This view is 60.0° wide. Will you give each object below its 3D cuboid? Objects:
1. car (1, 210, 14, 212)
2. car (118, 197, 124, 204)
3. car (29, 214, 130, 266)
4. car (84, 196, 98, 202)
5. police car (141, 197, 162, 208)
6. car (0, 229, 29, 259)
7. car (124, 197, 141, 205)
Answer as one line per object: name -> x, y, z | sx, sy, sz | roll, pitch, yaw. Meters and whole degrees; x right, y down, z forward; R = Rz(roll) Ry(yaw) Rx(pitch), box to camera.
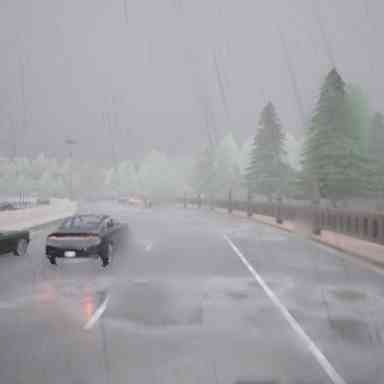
car -> -15.020, 1.585, 25.541 | 1.837, 1.490, 4.892 | 0, 0, -8
car -> -13.759, 1.692, 68.740 | 1.882, 1.535, 5.008 | 0, 0, -30
car -> -3.419, 1.528, 11.696 | 2.128, 1.511, 4.902 | 0, 0, -1
car -> -25.484, 1.640, 83.876 | 2.128, 1.511, 4.902 | 0, 0, -41
police car -> -6.269, 1.591, 53.007 | 1.930, 1.638, 5.238 | 0, 0, -21
car -> -6.903, 1.633, 10.247 | 1.895, 1.301, 4.718 | 0, 0, 0
car -> -10.727, 1.652, 63.113 | 1.801, 1.575, 5.366 | 0, 0, -27
